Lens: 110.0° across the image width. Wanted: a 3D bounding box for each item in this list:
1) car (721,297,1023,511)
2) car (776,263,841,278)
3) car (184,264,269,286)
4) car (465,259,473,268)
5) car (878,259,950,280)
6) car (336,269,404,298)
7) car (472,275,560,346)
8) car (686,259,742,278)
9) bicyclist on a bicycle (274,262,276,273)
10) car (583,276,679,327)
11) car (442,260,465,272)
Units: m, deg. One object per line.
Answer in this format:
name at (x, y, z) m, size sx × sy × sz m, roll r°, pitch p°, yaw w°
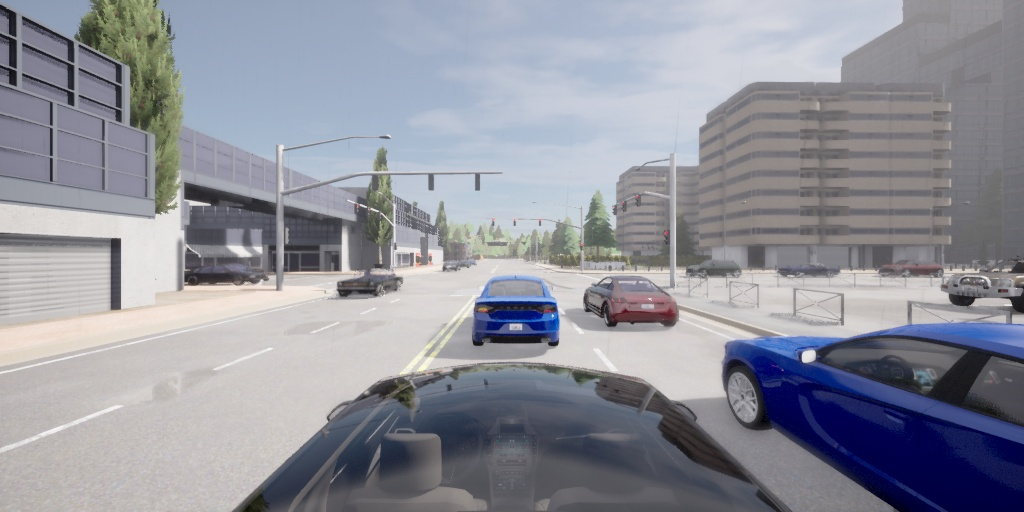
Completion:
car at (3.603, 1.228, 2.576) m, size 1.882 × 1.535 × 5.008 m, roll 0°, pitch 0°, yaw 0°
car at (27.679, 1.351, 33.575) m, size 4.718 × 1.301 × 1.895 m, roll 0°, pitch 0°, yaw -1°
car at (-19.935, 1.297, 24.744) m, size 5.357 × 1.411 × 2.033 m, roll 0°, pitch 0°, yaw -1°
car at (-8.013, 1.314, 59.324) m, size 1.994 × 1.385 × 4.181 m, roll 0°, pitch 0°, yaw -1°
car at (37.476, 1.102, 33.760) m, size 4.553 × 1.767 × 2.097 m, roll 0°, pitch 0°, yaw -1°
car at (-7.129, 1.351, 18.443) m, size 1.895 × 1.301 × 4.718 m, roll 0°, pitch 0°, yaw -1°
car at (0.096, 1.228, 9.429) m, size 1.882 × 1.535 × 5.008 m, roll 0°, pitch 0°, yaw 0°
car at (18.692, 1.102, 33.391) m, size 4.553 × 1.767 × 2.097 m, roll 0°, pitch 0°, yaw -1°
bicyclist on a bicycle at (-25.833, 1.053, 39.649) m, size 0.582 × 1.620 × 1.656 m, roll 0°, pitch 0°, yaw -1°
car at (3.604, 1.314, 11.560) m, size 1.994 × 1.385 × 4.181 m, roll 0°, pitch 0°, yaw 0°
car at (-7.840, 1.241, 46.823) m, size 2.128 × 1.511 × 4.902 m, roll 0°, pitch 0°, yaw 0°
